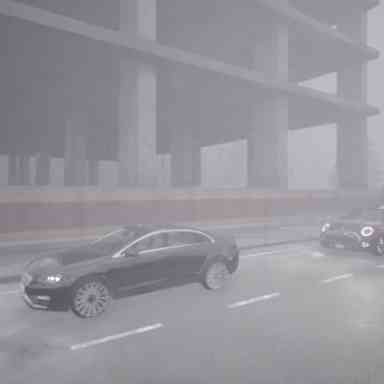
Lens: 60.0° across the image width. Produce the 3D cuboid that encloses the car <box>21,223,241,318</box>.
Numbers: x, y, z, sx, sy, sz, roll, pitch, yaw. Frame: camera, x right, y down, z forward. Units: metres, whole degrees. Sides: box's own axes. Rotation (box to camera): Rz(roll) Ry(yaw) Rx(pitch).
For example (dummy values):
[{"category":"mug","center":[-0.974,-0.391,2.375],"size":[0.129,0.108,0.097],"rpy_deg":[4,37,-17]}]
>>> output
[{"category":"car","center":[-1.085,1.495,7.488],"size":[4.902,1.511,2.128],"rpy_deg":[0,0,-35]}]

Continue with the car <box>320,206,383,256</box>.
[{"category":"car","center":[7.152,1.362,13.245],"size":[4.553,1.767,2.097],"rpy_deg":[0,0,-35]}]
